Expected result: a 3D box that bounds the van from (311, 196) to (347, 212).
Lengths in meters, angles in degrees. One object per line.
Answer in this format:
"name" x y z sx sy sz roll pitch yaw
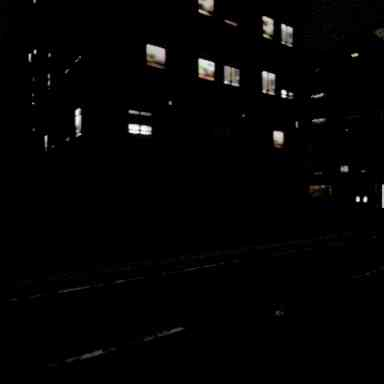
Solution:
"van" 15.920 1.369 38.852 1.690 1.788 3.998 -2 0 -36
